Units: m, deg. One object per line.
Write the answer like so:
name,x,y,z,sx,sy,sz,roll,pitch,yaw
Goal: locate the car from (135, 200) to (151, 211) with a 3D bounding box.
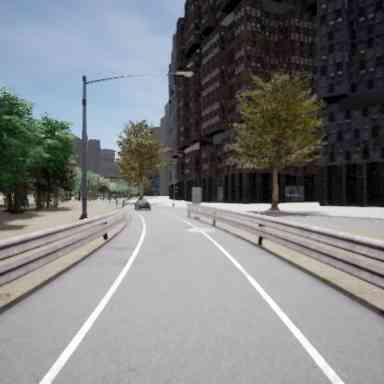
car,-7.338,1.966,49.651,1.837,1.490,4.892,0,0,-18
